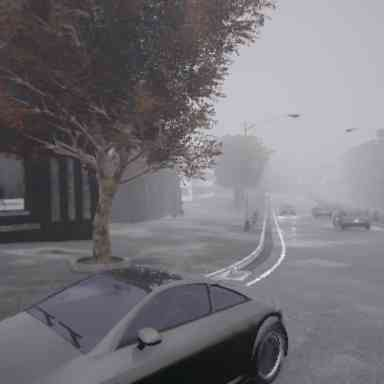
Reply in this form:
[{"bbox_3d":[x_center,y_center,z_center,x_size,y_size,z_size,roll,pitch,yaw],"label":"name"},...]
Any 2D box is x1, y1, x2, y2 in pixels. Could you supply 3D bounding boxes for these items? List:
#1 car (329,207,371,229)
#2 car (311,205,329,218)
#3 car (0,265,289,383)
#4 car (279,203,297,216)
[{"bbox_3d":[12.048,2.036,25.350,1.994,1.385,4.181,-1,-1,13],"label":"car"},{"bbox_3d":[15.251,2.240,39.146,1.994,1.385,4.181,-1,0,13],"label":"car"},{"bbox_3d":[-0.689,1.605,3.676,4.181,1.385,1.994,2,-1,-45],"label":"car"},{"bbox_3d":[12.334,2.262,42.946,1.837,1.490,4.892,-1,0,13],"label":"car"}]
